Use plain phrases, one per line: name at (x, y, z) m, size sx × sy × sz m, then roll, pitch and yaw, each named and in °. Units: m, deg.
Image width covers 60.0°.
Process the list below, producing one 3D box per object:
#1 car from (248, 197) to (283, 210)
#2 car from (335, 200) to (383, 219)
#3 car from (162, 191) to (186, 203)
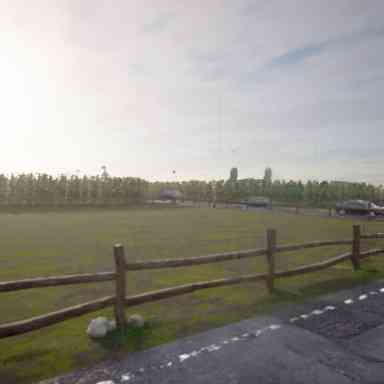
car at (9.042, 1.402, 41.267) m, size 2.128 × 1.511 × 4.902 m, roll 0°, pitch 1°, yaw -34°
car at (15.937, 1.583, 31.170) m, size 1.837 × 1.490 × 4.892 m, roll 0°, pitch 2°, yaw -33°
car at (-3.198, 0.835, 59.213) m, size 2.150 × 2.045 × 5.566 m, roll 0°, pitch 1°, yaw -34°
